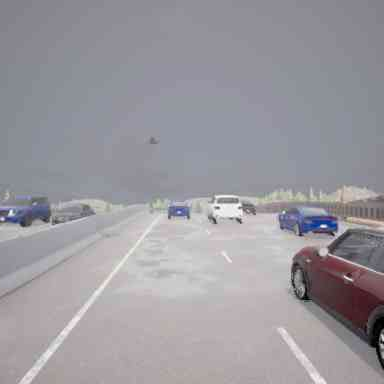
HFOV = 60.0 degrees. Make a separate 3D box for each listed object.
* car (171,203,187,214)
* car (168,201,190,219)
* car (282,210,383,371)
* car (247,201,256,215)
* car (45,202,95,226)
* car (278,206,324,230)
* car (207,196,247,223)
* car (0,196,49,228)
[{"bbox_3d":[-1.691,2.170,42.915,1.994,1.385,4.181,0,-4,-2],"label":"car"},{"bbox_3d":[-1.189,1.578,30.393,1.882,1.535,5.008,0,-1,-2],"label":"car"},{"bbox_3d":[3.310,1.364,5.558,2.097,1.767,4.553,0,0,-2],"label":"car"},{"bbox_3d":[5.588,1.741,36.096,1.837,1.490,4.892,0,-2,-2],"label":"car"},{"bbox_3d":[-8.098,1.562,23.015,1.837,1.490,4.892,0,0,-2],"label":"car"},{"bbox_3d":[6.289,1.524,18.611,1.882,1.535,5.008,0,0,-2],"label":"car"},{"bbox_3d":[2.488,1.287,26.049,2.150,2.045,5.566,0,0,-2],"label":"car"},{"bbox_3d":[-11.599,1.280,22.945,2.150,2.045,5.566,0,0,-2],"label":"car"}]
